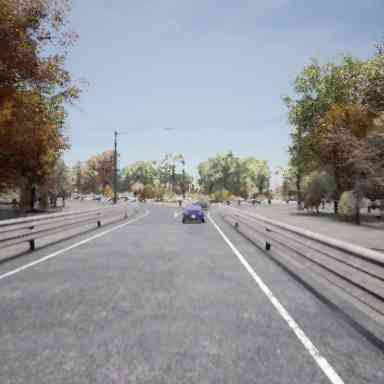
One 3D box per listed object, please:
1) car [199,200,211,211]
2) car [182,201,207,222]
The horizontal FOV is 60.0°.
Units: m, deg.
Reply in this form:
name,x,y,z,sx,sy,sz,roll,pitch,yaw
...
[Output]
name,x,y,z,sx,sy,sz,roll,pitch,yaw
car,1.678,2.001,49.537,1.837,1.490,4.892,1,0,12
car,0.128,1.814,28.973,1.812,1.442,4.674,0,0,0
